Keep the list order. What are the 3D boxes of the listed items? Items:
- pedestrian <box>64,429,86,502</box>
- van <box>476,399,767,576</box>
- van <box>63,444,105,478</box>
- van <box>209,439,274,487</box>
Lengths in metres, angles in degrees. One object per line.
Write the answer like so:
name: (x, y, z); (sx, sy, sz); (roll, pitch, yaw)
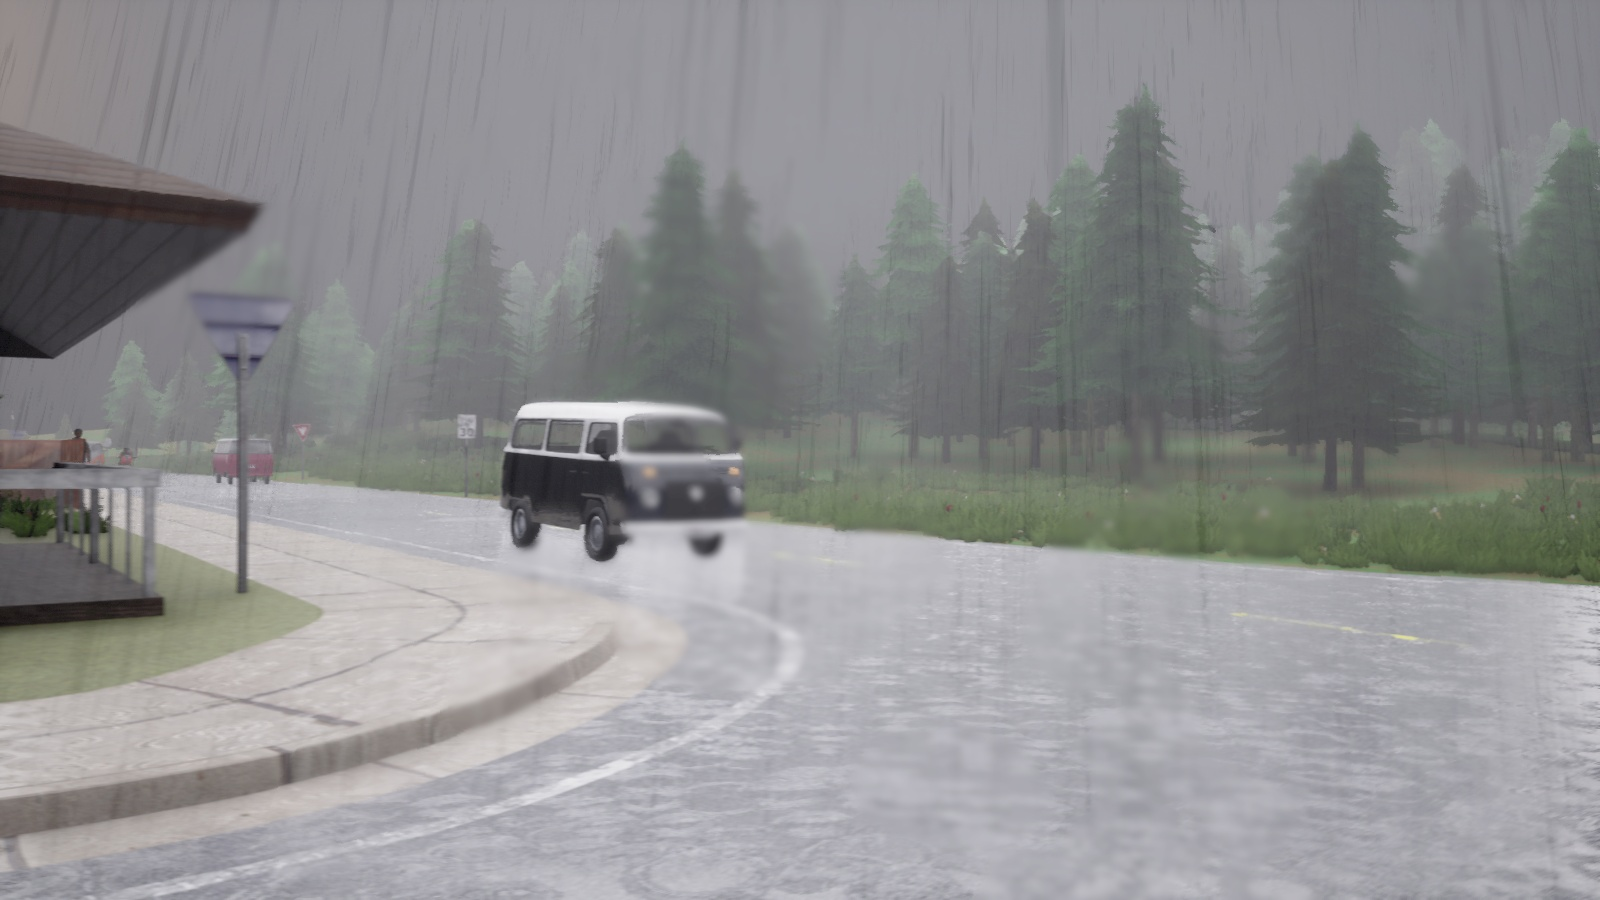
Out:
pedestrian: (-18.111, 0.380, 31.367); (0.328, 1.805, 0.869); (0, 0, -41)
van: (-2.549, 0.374, 16.891); (2.069, 2.038, 4.480); (0, 1, -35)
van: (-42.329, 0.641, 74.223); (1.775, 1.987, 4.442); (0, 0, -35)
van: (-24.095, 0.558, 54.084); (1.775, 1.987, 4.442); (0, 0, -35)
